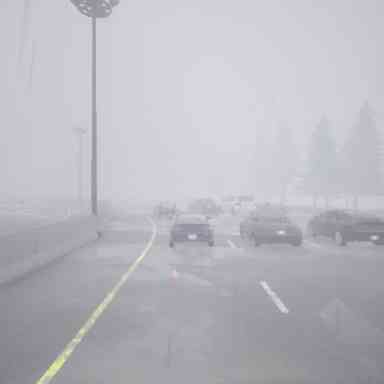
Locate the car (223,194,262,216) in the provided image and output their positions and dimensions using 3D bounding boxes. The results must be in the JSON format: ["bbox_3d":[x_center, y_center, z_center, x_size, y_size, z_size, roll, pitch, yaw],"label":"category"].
[{"bbox_3d":[4.355,1.255,32.493,2.150,2.045,5.566,0,0,-14],"label":"car"}]

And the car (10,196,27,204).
[{"bbox_3d":[-32.128,1.558,61.448,4.674,1.442,1.812,0,0,43],"label":"car"}]

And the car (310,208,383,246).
[{"bbox_3d":[6.910,1.514,15.207,1.837,1.490,4.892,0,0,-3],"label":"car"}]

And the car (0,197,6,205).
[{"bbox_3d":[-34.531,1.558,58.904,4.674,1.442,1.812,0,0,43],"label":"car"}]

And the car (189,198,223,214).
[{"bbox_3d":[0.977,1.364,31.577,2.097,1.767,4.553,0,0,-14],"label":"car"}]

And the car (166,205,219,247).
[{"bbox_3d":[-0.083,1.530,14.888,1.812,1.442,4.674,0,0,-3],"label":"car"}]

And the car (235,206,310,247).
[{"bbox_3d":[3.414,1.570,15.048,1.994,1.385,4.181,0,0,-3],"label":"car"}]

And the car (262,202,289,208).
[{"bbox_3d":[7.749,1.614,33.350,1.895,1.301,4.718,0,0,-14],"label":"car"}]

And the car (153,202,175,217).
[{"bbox_3d":[-2.431,1.614,30.778,1.895,1.301,4.718,0,0,-14],"label":"car"}]
